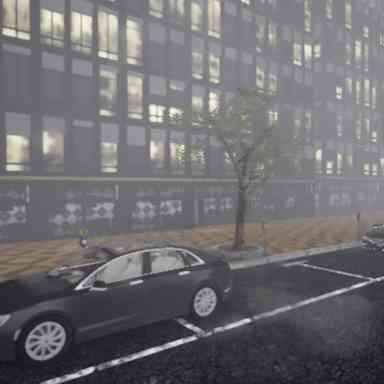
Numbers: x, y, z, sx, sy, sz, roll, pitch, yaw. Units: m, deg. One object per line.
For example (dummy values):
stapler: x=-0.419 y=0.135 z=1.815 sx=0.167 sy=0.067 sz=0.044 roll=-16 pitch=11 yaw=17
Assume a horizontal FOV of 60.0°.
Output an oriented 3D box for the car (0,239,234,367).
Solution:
car: x=-1.252 y=1.547 z=5.676 sx=4.403 sy=1.369 sz=2.008 roll=0 pitch=0 yaw=-35

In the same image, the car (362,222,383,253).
car: x=8.002 y=1.526 z=12.277 sx=4.403 sy=1.369 sz=2.008 roll=0 pitch=0 yaw=-35
